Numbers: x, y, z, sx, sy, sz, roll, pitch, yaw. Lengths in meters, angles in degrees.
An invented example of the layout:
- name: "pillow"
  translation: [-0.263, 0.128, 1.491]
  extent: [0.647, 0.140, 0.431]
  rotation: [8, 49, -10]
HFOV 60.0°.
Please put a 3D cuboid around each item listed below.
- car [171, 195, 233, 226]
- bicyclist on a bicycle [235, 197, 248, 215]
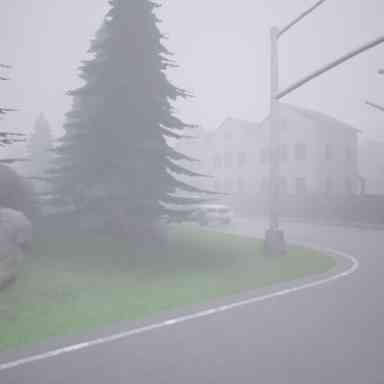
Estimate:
- name: "car"
  translation: [0.529, 1.225, 23.855]
  extent: [2.150, 2.045, 5.566]
  rotation: [0, 0, -35]
- name: "bicyclist on a bicycle"
  translation: [4.625, 1.314, 31.037]
  extent: [1.656, 1.620, 0.582]
  rotation: [0, 0, -35]
